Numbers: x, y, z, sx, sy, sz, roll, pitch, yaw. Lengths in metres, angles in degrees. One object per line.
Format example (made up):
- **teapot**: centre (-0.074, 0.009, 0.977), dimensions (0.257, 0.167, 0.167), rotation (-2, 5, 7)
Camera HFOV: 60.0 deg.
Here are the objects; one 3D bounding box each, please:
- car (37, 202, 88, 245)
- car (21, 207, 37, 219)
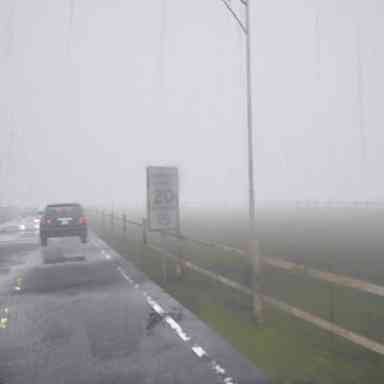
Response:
- **car**: centre (-6.944, 1.566, 17.926), dimensions (2.150, 2.045, 5.566), rotation (-1, -1, -23)
- **car**: centre (-18.845, 2.416, 39.020), dimensions (1.895, 1.301, 4.718), rotation (-1, -1, -23)
